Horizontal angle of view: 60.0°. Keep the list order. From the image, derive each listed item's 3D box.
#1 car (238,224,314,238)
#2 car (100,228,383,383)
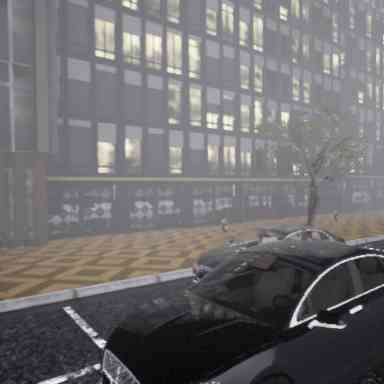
[{"bbox_3d":[2.048,1.500,8.036,4.403,1.369,2.008,-1,0,-36],"label":"car"},{"bbox_3d":[1.301,1.477,4.312,4.892,1.490,1.837,-1,0,-36],"label":"car"}]
